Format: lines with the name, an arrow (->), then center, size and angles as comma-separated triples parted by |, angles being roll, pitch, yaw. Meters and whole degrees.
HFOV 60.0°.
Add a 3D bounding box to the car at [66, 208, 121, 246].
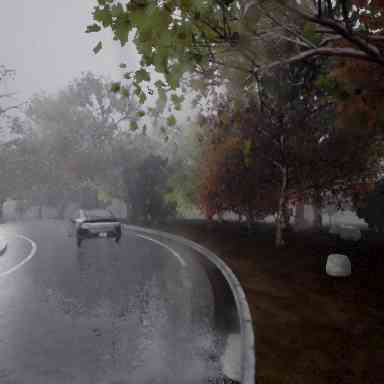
car -> -4.697, 1.491, 15.550 | 2.128, 1.511, 4.902 | 0, 0, -27
